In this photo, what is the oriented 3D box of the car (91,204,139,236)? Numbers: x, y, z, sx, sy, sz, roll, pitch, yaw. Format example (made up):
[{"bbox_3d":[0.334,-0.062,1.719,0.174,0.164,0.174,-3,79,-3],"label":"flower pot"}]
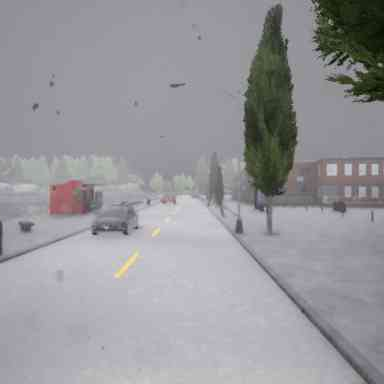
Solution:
[{"bbox_3d":[-4.089,1.471,18.310,1.837,1.490,4.892,0,0,0],"label":"car"}]

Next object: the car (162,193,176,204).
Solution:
[{"bbox_3d":[-4.000,1.114,59.542,2.150,2.045,5.566,0,0,1],"label":"car"}]
